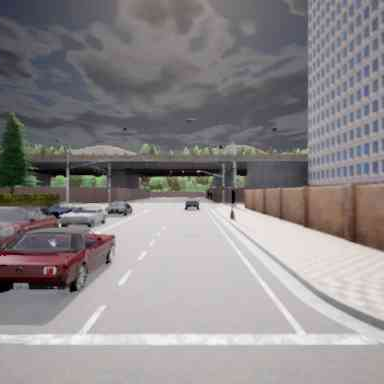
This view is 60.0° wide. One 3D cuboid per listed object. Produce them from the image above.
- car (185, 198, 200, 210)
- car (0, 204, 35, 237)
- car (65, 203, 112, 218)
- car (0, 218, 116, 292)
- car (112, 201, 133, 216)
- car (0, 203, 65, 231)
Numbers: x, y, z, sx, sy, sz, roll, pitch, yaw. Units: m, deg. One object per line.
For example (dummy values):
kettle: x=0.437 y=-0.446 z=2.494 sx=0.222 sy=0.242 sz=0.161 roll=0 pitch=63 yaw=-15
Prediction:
car: x=0.043 y=1.516 z=44.553 sx=1.837 sy=1.490 sz=4.892 roll=0 pitch=1 yaw=0
car: x=-10.595 y=1.500 z=17.725 sx=2.128 sy=1.511 sz=4.902 roll=0 pitch=0 yaw=0
car: x=-7.085 y=1.612 z=22.230 sx=1.895 sy=1.301 sz=4.718 roll=0 pitch=0 yaw=0
car: x=-3.403 y=1.605 z=8.861 sx=1.895 sy=1.301 sz=4.718 roll=0 pitch=0 yaw=0
car: x=-7.010 y=1.581 z=32.277 sx=1.994 sy=1.385 sz=4.181 roll=0 pitch=0 yaw=0
car: x=-7.099 y=1.358 z=13.248 sx=2.097 sy=1.767 sz=4.553 roll=0 pitch=0 yaw=0
